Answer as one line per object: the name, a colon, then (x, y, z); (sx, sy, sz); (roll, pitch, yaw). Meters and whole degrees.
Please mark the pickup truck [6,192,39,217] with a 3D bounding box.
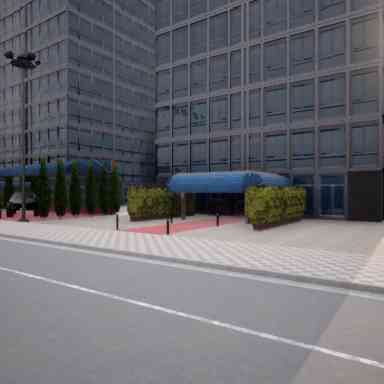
pickup truck: (-15.165, 1.059, 30.077); (2.390, 2.098, 6.274); (0, 0, -25)
